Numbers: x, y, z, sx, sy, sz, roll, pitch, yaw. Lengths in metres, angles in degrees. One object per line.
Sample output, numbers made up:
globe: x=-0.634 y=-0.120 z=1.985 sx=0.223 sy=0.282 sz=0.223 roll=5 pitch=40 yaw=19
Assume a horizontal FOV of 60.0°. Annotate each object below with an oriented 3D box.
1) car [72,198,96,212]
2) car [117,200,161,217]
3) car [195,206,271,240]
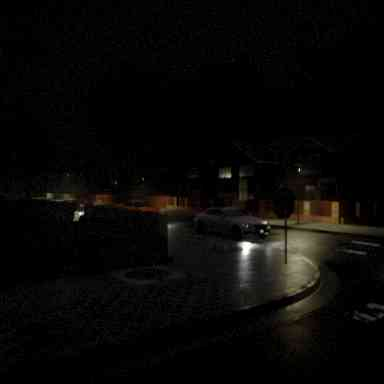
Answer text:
car: x=-12.067 y=1.366 z=36.911 sx=1.812 sy=1.442 sz=4.674 roll=0 pitch=1 yaw=-33
car: x=-4.168 y=1.380 z=25.640 sx=1.882 sy=1.535 sz=5.008 roll=0 pitch=0 yaw=-35
car: x=1.880 y=1.477 z=16.907 sx=1.812 sy=1.442 sz=4.674 roll=0 pitch=0 yaw=-33
